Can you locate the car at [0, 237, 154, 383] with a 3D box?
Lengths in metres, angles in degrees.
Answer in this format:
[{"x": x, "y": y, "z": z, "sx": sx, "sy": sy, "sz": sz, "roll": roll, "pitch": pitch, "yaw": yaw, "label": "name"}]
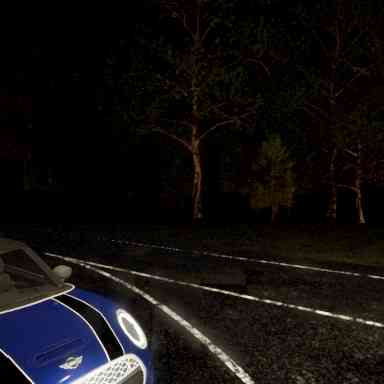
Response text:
[{"x": -2.582, "y": 1.338, "z": 3.726, "sx": 4.553, "sy": 1.767, "sz": 2.097, "roll": 1, "pitch": 0, "yaw": 35, "label": "car"}]
